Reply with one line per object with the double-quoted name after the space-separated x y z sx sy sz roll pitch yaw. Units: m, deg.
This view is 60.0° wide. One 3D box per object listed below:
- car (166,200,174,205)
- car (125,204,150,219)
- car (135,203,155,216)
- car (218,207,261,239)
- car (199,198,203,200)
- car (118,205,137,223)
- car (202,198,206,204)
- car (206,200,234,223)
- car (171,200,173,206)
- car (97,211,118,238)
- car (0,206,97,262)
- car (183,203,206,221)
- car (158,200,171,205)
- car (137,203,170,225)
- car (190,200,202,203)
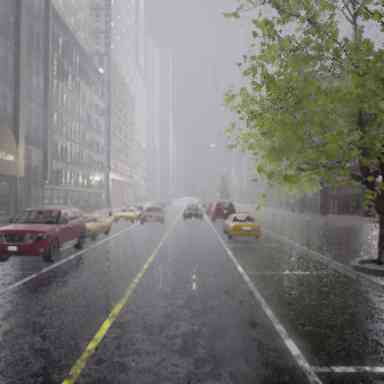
-5.636 2.706 85.125 1.802 1.307 4.206 1 -1 0 "car"
-5.662 2.051 35.218 1.947 1.339 4.313 1 -1 0 "car"
-5.659 2.082 40.593 1.752 1.417 4.829 1 -1 0 "car"
2.711 1.788 18.748 1.752 1.417 4.829 1 -1 0 "car"
2.733 2.413 62.941 1.947 1.339 4.313 1 -1 0 "car"
-5.665 1.934 29.501 1.752 1.417 4.829 1 -1 0 "car"
2.725 1.874 40.764 2.192 1.841 5.009 1 -1 0 "car"
2.719 1.726 29.672 2.192 1.841 5.009 1 -1 0 "car"
-5.639 2.621 79.580 1.947 1.339 4.313 1 -1 0 "car"
-5.670 1.783 18.410 1.752 1.417 4.829 1 -1 0 "car"
-5.670 1.499 13.038 2.192 1.841 5.009 1 -1 0 "car"
0.109 2.042 31.911 1.895 1.301 4.718 0 -1 0 "car"
-5.647 2.412 62.943 1.947 1.339 4.313 1 -1 0 "car"
-3.088 1.907 27.470 1.812 1.442 4.674 0 -1 0 "car"
0.089 2.091 42.715 1.837 1.490 4.892 0 0 0 "car"
